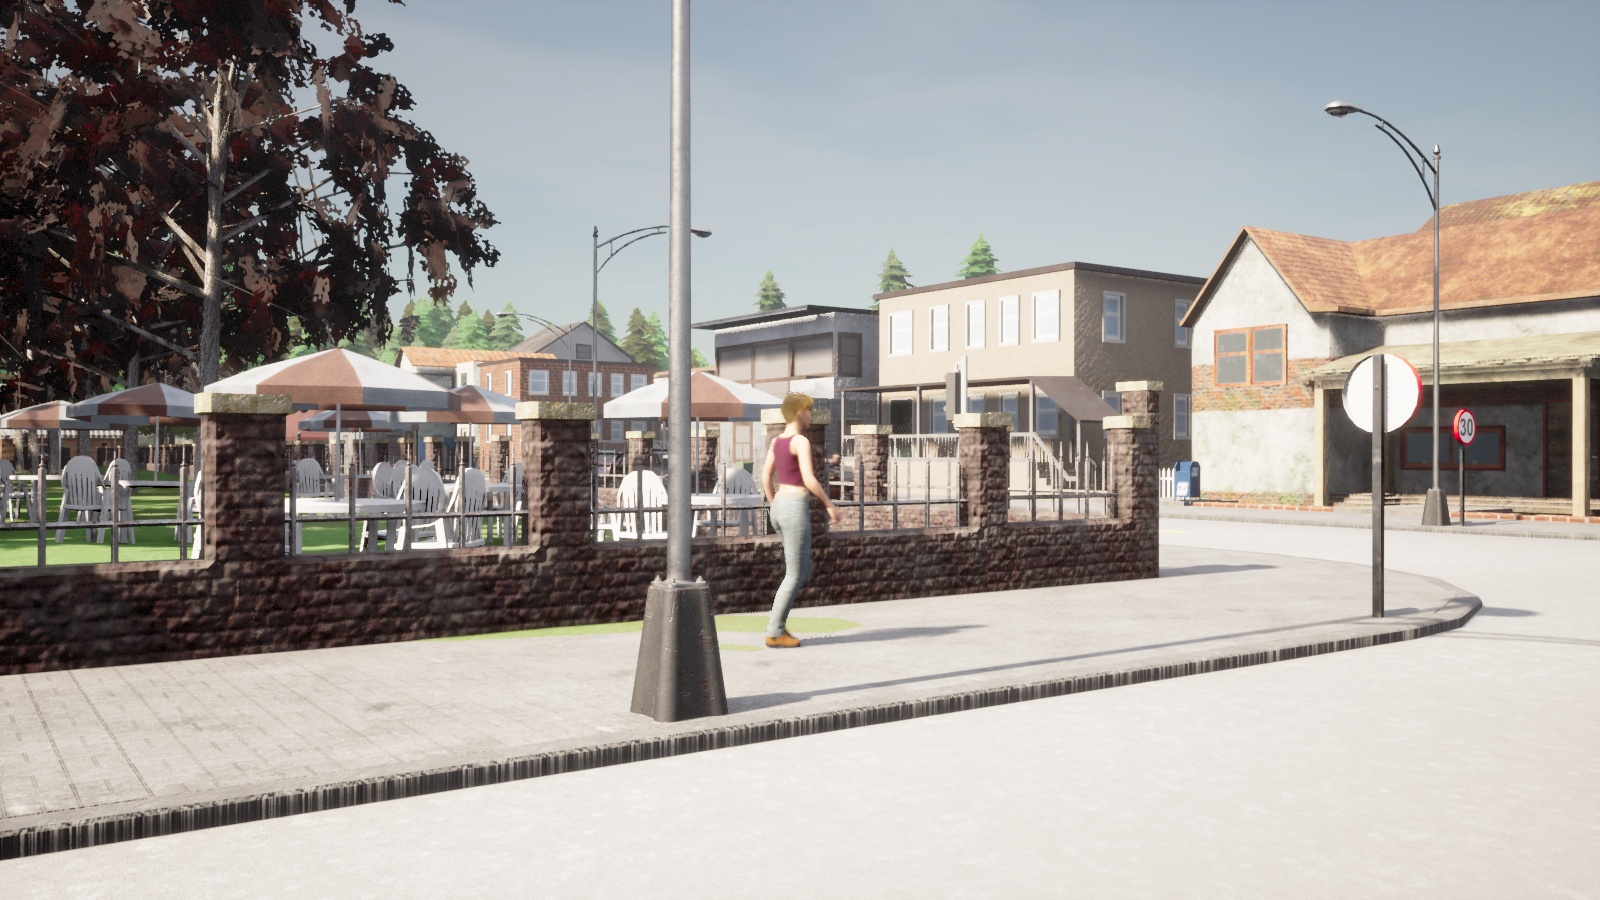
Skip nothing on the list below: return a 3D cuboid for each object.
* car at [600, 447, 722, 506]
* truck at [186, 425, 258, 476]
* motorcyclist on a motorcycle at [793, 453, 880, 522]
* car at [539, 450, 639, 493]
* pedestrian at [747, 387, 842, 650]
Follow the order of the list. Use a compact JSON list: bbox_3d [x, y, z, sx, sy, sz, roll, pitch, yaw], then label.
[{"bbox_3d":[-4.110,0.741,36.622,1.851,1.617,3.988,0,0,-35],"label":"car"},{"bbox_3d":[-41.321,0.070,89.628,2.891,3.462,7.936,0,0,-38],"label":"truck"},{"bbox_3d":[0.839,0.850,29.514,0.866,1.530,2.191,0,0,-36],"label":"motorcyclist on a motorcycle"},{"bbox_3d":[-8.432,0.814,49.772,2.033,1.649,4.856,0,0,-35],"label":"car"},{"bbox_3d":[-0.039,0.477,9.046,0.594,1.836,0.345,0,0,-25],"label":"pedestrian"}]
